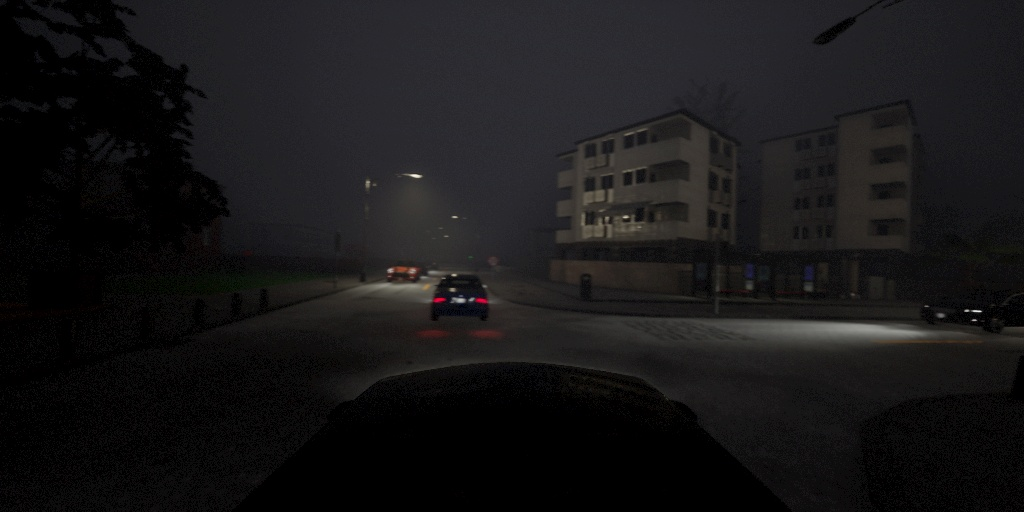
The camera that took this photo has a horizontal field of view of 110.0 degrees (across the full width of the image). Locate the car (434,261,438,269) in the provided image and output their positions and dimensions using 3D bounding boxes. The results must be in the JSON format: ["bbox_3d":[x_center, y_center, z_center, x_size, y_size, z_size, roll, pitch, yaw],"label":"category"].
[{"bbox_3d":[-12.430,1.428,55.381,2.128,1.511,4.902,2,-1,-8],"label":"car"}]

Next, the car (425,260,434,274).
[{"bbox_3d":[-9.941,1.374,38.464,2.033,1.411,5.357,2,-1,-8],"label":"car"}]

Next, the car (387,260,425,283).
[{"bbox_3d":[-8.411,1.114,28.304,2.097,1.767,4.553,2,-1,-8],"label":"car"}]

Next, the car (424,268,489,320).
[{"bbox_3d":[-1.865,1.361,12.900,2.033,1.411,5.357,2,-1,-9],"label":"car"}]

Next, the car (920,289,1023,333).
[{"bbox_3d":[18.359,2.031,13.679,4.902,1.511,2.128,2,-1,-8],"label":"car"}]
